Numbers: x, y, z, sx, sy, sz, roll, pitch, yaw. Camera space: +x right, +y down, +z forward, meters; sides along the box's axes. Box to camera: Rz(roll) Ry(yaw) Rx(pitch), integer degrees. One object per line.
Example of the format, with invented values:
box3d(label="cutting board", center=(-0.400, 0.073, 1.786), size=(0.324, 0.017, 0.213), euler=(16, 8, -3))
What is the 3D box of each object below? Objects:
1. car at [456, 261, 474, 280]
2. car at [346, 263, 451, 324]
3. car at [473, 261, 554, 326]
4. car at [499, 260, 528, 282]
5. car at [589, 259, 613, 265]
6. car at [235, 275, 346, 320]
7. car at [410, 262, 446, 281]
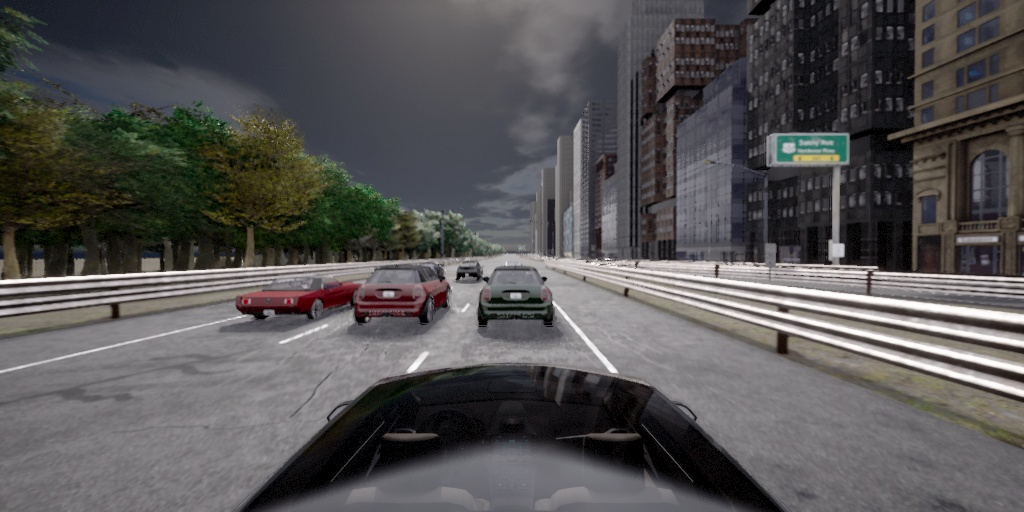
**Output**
box3d(label="car", center=(-3.397, 1.171, 29.499), size=(1.837, 1.490, 4.892), euler=(0, 0, 0))
box3d(label="car", center=(-3.399, 1.068, 12.003), size=(2.097, 1.767, 4.553), euler=(0, 0, 0))
box3d(label="car", center=(0.101, 1.070, 11.634), size=(2.097, 1.767, 4.553), euler=(0, 0, 0))
box3d(label="car", center=(0.103, 1.158, 29.421), size=(2.128, 1.511, 4.902), euler=(0, 0, 0))
box3d(label="car", center=(13.018, 1.211, 52.931), size=(1.837, 1.490, 4.892), euler=(0, 0, -16))
box3d(label="car", center=(-6.906, 1.316, 12.415), size=(1.895, 1.301, 4.718), euler=(0, 0, 0))
box3d(label="car", center=(-6.897, 1.229, 29.950), size=(1.994, 1.385, 4.181), euler=(0, 0, 0))
